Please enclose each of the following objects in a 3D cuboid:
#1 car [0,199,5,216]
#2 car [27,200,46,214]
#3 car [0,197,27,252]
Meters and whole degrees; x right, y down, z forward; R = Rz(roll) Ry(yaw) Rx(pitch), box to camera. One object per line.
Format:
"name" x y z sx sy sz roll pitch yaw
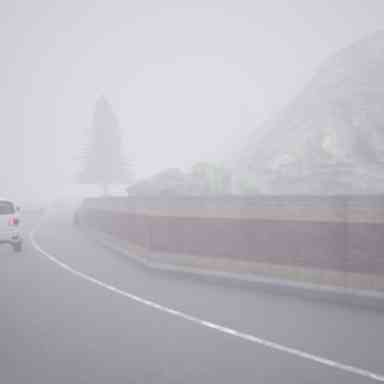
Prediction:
"car" -18.656 1.464 30.326 1.882 1.535 5.008 0 0 -19
"car" -16.417 1.516 34.523 1.812 1.442 4.674 0 0 -19
"car" -8.283 1.236 13.535 2.150 2.045 5.566 0 0 -32
